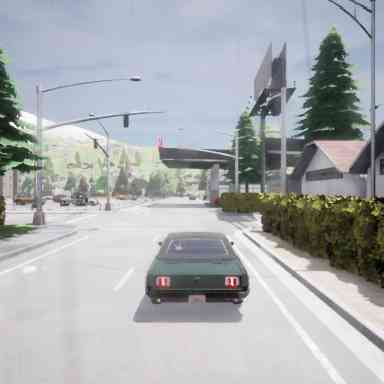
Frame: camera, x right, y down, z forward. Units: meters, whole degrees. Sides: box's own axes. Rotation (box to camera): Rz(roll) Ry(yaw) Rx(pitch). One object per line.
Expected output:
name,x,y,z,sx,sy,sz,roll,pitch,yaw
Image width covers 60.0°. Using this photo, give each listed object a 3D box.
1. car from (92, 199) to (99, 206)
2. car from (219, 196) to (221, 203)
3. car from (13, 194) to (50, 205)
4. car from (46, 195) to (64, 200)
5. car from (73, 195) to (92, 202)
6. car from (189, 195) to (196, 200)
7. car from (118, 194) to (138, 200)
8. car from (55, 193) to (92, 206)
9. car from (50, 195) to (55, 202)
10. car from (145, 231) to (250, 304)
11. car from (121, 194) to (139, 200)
car,-16.143,1.361,50.594,3.806,1.475,1.970,0,0,0
car,5.437,1.547,65.880,2.033,1.411,5.357,0,0,-15
car,-24.622,1.097,50.513,4.605,1.855,1.932,0,0,0
car,-35.036,1.384,84.902,3.806,1.475,1.970,0,0,0
car,-23.983,1.320,72.966,3.633,1.501,1.845,0,0,0
car,0.075,1.540,90.788,2.033,1.411,5.357,0,0,0
car,-16.370,1.330,84.851,5.027,1.636,2.152,0,0,0
car,-16.737,1.077,47.266,3.866,1.878,1.905,0,0,0
car,-23.974,1.298,62.973,4.514,1.523,2.007,0,0,0
car,0.101,1.601,8.075,1.895,1.301,4.718,0,0,0
car,-16.438,1.339,87.987,4.514,1.523,2.007,0,0,0
